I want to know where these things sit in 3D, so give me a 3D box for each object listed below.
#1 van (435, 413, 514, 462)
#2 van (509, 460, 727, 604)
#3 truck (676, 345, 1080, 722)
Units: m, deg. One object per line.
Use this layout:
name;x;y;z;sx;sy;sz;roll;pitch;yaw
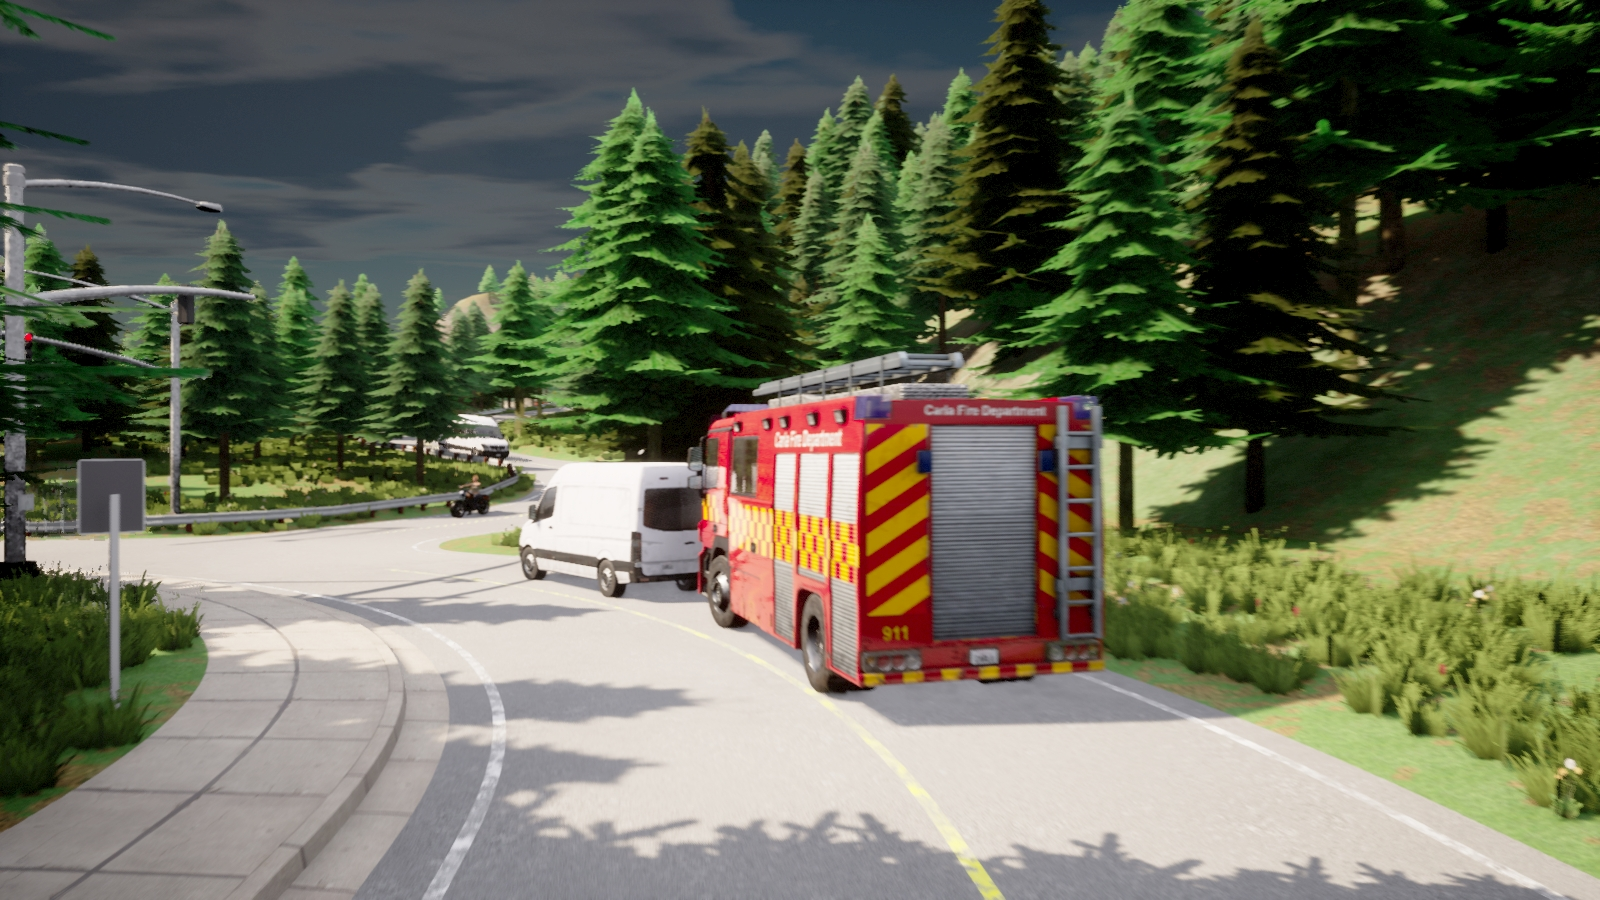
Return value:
van;-20.277;-0.807;71.006;1.988;2.561;5.915;1;4;-45
van;-3.944;1.511;23.694;1.988;2.561;5.915;0;0;-36
truck;0.458;0.861;16.079;2.891;3.827;8.468;0;0;-16
